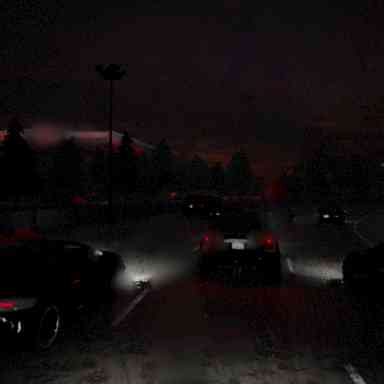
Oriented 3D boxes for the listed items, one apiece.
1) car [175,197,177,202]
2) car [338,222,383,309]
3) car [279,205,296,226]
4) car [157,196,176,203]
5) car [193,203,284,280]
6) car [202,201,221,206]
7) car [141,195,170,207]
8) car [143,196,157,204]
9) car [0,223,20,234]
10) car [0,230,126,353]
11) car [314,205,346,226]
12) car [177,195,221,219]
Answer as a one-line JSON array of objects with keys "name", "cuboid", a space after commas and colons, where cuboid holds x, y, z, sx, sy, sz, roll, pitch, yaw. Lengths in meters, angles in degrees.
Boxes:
[{"name": "car", "cuboid": [0.213, 1.650, 47.327, 1.812, 1.442, 4.674, 0, 0, 39]}, {"name": "car", "cuboid": [4.277, 1.557, 6.054, 1.812, 1.442, 4.674, 0, 0, 8]}, {"name": "car", "cuboid": [6.424, 1.635, 24.688, 2.033, 1.411, 5.357, 0, 0, 26]}, {"name": "car", "cuboid": [-2.536, 1.471, 49.449, 2.097, 1.767, 4.553, 0, 0, 39]}, {"name": "car", "cuboid": [1.575, 1.384, 10.412, 2.097, 1.767, 4.553, 0, 0, 11]}, {"name": "car", "cuboid": [2.930, 1.624, 25.463, 2.033, 1.411, 5.357, 0, 0, 25]}, {"name": "car", "cuboid": [-6.128, 1.476, 56.035, 2.097, 1.767, 4.553, 0, 0, 41]}, {"name": "car", "cuboid": [-4.890, 1.596, 52.140, 1.882, 1.535, 5.008, 0, 0, 39]}, {"name": "car", "cuboid": [-5.893, 1.353, 8.585, 2.097, 1.767, 4.553, 0, 0, 9]}, {"name": "car", "cuboid": [-2.740, 1.571, 6.229, 1.994, 1.385, 4.181, 0, 0, 8]}, {"name": "car", "cuboid": [9.952, 1.646, 23.954, 2.033, 1.411, 5.357, 0, 0, 27]}, {"name": "car", "cuboid": [1.199, 1.303, 29.708, 2.150, 2.045, 5.566, 0, 0, 28]}]
